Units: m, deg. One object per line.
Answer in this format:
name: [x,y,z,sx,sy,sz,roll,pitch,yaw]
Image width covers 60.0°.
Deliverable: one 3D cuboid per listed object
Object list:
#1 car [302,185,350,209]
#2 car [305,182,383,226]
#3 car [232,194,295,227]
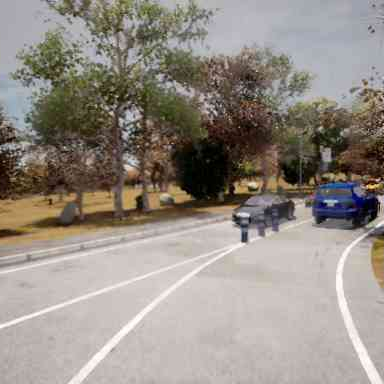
car: [10.413,0.313,25.651,1.812,1.442,4.674,0,5,44]
car: [8.347,0.532,17.861,2.150,2.045,5.566,0,4,41]
car: [3.990,0.923,18.204,2.128,1.511,4.902,0,3,39]
